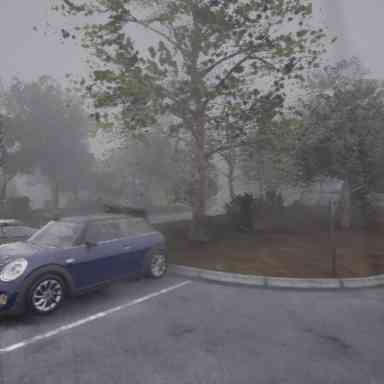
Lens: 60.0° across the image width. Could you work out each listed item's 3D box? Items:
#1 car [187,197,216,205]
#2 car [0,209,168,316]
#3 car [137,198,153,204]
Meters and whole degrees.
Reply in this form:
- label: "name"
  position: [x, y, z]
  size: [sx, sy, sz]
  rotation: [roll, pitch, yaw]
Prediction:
- label: "car"
  position: [1.575, 1.239, 58.689]
  size: [5.566, 2.045, 2.150]
  rotation: [-2, -1, 36]
- label: "car"
  position: [-2.615, 1.341, 7.709]
  size: [2.185, 1.767, 4.553]
  rotation: [0, 0, 35]
- label: "car"
  position: [-10.131, 1.804, 66.460]
  size: [4.553, 1.767, 2.097]
  rotation: [-2, -1, 27]
